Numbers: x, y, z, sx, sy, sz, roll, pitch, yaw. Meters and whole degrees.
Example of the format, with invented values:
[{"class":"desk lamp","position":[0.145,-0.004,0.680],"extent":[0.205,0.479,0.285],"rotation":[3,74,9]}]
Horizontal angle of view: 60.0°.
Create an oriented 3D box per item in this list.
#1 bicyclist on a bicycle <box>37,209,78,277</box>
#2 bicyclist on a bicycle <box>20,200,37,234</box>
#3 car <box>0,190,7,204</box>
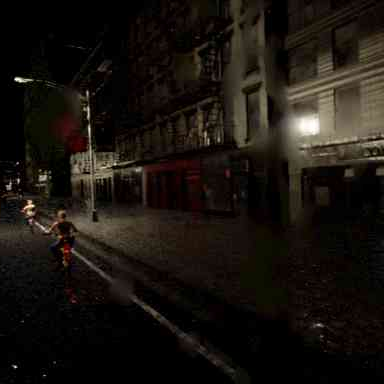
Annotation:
[{"class":"bicyclist on a bicycle","position":[-3.309,1.270,8.520],"extent":[0.866,1.612,1.509],"rotation":[-3,2,-31]},{"class":"bicyclist on a bicycle","position":[-7.938,1.197,16.360],"extent":[0.866,1.612,1.509],"rotation":[-3,2,-31]},{"class":"car","position":[-28.646,0.720,49.138],"extent":[2.150,2.045,5.566],"rotation":[-3,2,-31]}]
